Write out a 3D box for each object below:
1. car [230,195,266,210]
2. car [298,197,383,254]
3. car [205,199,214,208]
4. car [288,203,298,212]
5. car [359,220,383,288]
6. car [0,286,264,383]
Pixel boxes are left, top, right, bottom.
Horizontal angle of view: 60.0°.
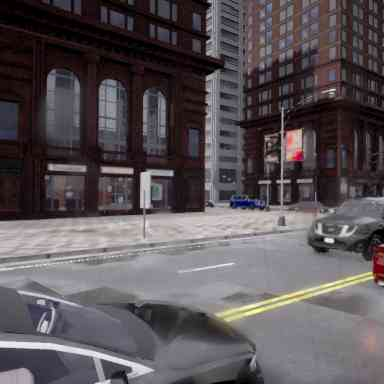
[{"bbox_3d":[7.512,1.445,45.399,2.150,2.045,5.566,1,-1,-35],"label":"car"},{"bbox_3d":[6.730,1.239,12.511,5.566,2.045,2.150,0,0,-36],"label":"car"},{"bbox_3d":[1.693,1.834,53.592,1.994,1.385,4.181,1,-1,-35],"label":"car"},{"bbox_3d":[13.390,1.725,37.122,2.033,1.411,5.357,1,-1,-35],"label":"car"},{"bbox_3d":[6.260,1.489,7.898,5.008,1.535,1.882,0,0,-35],"label":"car"},{"bbox_3d":[-1.569,1.492,2.326,4.902,1.511,2.128,0,0,-35],"label":"car"}]
